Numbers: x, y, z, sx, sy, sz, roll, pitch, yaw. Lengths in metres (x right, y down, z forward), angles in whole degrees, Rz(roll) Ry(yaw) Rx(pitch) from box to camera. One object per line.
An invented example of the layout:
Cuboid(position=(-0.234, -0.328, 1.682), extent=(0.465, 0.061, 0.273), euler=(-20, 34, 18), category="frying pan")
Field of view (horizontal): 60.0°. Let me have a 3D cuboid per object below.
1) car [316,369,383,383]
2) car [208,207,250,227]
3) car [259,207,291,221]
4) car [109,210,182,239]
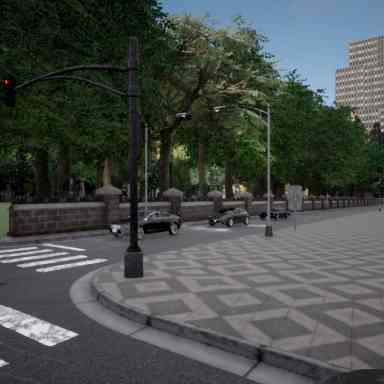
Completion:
Cuboid(position=(2.508, 1.551, 1.174), extent=(4.403, 1.369, 2.008), euler=(0, 0, 36), category="car")
Cuboid(position=(3.175, 2.035, 27.681), extent=(1.837, 1.490, 4.892), euler=(0, -1, 35), category="car")
Cuboid(position=(8.970, 2.342, 35.880), extent=(1.895, 1.301, 4.718), euler=(0, -1, 35), category="car")
Cuboid(position=(-2.605, 1.816, 19.471), extent=(2.128, 1.511, 4.902), euler=(0, -1, 37), category="car")
